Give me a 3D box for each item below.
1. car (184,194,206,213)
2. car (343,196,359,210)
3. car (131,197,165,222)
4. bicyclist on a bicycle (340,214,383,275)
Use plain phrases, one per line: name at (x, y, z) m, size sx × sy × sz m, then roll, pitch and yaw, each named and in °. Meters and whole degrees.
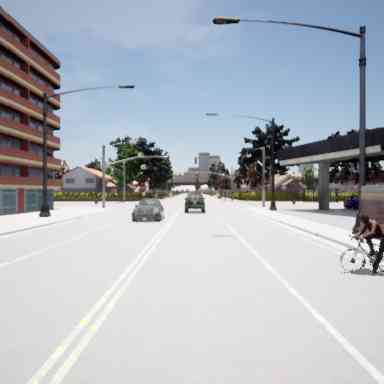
car at (0.311, 1.196, 36.540) m, size 2.150 × 2.045 × 5.566 m, roll 0°, pitch 0°, yaw 0°
car at (20.501, 1.267, 39.458) m, size 4.611 × 1.667 × 2.242 m, roll 0°, pitch 0°, yaw 2°
car at (-3.363, 1.332, 26.032) m, size 2.097 × 1.767 × 4.553 m, roll 0°, pitch 0°, yaw 1°
bicyclist on a bicycle at (4.867, 1.418, 9.070) m, size 1.656 × 1.620 × 0.582 m, roll 0°, pitch 0°, yaw 0°
